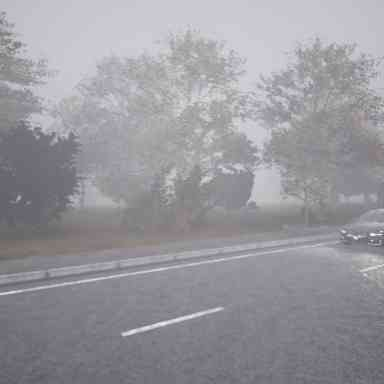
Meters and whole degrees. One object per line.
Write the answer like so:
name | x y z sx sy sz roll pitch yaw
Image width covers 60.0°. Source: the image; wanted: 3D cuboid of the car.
car | 8.251 1.504 14.173 4.892 1.490 1.837 0 0 -35
